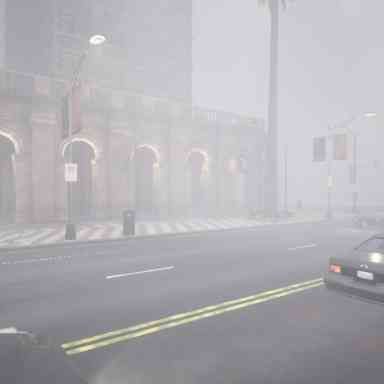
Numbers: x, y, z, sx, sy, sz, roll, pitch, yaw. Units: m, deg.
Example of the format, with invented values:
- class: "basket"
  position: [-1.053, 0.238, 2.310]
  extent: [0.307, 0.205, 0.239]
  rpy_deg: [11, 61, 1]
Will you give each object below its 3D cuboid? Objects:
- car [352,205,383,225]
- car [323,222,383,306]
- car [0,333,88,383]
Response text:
- class: "car"
  position: [12.544, 1.547, 21.517]
  extent: [5.357, 1.411, 2.033]
  rpy_deg: [0, 0, -36]
- class: "car"
  position: [5.170, 1.547, 7.464]
  extent: [5.357, 1.411, 2.033]
  rpy_deg: [0, 0, -35]
- class: "car"
  position: [-3.163, 1.547, 1.484]
  extent: [5.357, 1.411, 2.033]
  rpy_deg: [0, 0, -36]
